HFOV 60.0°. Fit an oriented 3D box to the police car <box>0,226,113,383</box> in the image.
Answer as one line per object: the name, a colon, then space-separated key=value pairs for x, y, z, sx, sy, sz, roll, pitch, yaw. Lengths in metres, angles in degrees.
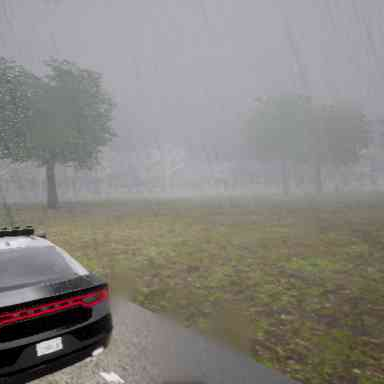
police car: x=-3.181 y=1.403 z=5.381 sx=1.930 sy=1.638 sz=5.238 roll=-2 pitch=1 yaw=-41
